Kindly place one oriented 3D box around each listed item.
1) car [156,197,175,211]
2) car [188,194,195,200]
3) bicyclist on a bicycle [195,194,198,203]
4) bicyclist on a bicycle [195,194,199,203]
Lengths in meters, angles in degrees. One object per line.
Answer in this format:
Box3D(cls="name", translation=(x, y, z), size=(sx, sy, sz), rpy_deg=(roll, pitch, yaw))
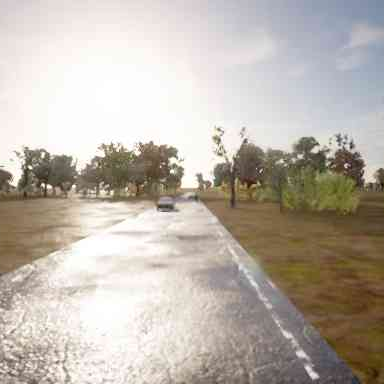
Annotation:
Box3D(cls="car", translation=(-3.085, 1.354, 39.055), size=(1.882, 1.535, 5.008), rpy_deg=(0, 0, 0))
Box3D(cls="car", translation=(0.006, 1.227, 83.192), size=(2.128, 1.511, 4.902), rpy_deg=(0, 0, 0))
Box3D(cls="bicyclist on a bicycle", translation=(0.831, 1.232, 64.859), size=(0.582, 1.620, 1.656), rpy_deg=(0, 0, 0))
Box3D(cls="bicyclist on a bicycle", translation=(0.829, 1.185, 55.808), size=(0.659, 1.776, 1.843), rpy_deg=(0, 0, 0))
